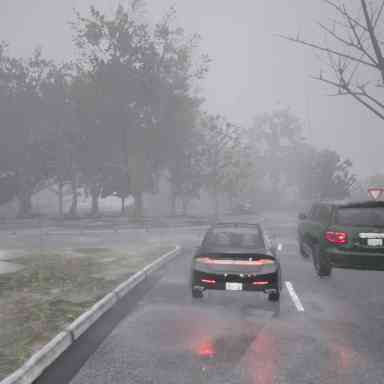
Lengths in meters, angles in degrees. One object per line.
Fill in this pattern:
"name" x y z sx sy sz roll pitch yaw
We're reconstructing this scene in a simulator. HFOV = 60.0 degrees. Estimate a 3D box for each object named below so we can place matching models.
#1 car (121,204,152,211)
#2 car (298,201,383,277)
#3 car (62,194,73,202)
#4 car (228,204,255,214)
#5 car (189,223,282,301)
"car" -9.915 2.711 59.532 5.357 1.411 2.033 0 -1 0
"car" 4.691 1.271 10.293 2.150 2.045 5.566 0 -1 10
"car" -32.660 1.889 85.412 1.946 1.575 5.366 0 2 -12
"car" 6.933 2.378 46.599 1.812 1.442 4.674 1 -1 -26
"car" 1.118 1.531 8.469 2.128 1.511 4.902 0 -1 8
